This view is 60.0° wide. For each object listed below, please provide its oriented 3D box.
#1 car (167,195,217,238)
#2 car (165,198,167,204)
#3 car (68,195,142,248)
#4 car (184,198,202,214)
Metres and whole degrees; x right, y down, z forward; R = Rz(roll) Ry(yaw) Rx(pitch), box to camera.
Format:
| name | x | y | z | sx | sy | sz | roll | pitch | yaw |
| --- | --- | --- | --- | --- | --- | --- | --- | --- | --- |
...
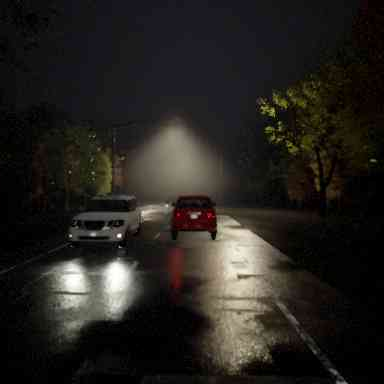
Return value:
| name | x | y | z | sx | sy | sz | roll | pitch | yaw |
| --- | --- | --- | --- | --- | --- | --- | --- | --- | --- |
| car | 0.102 | 1.170 | 17.367 | 2.150 | 2.045 | 5.566 | 0 | 0 | 0 |
| car | -3.542 | 1.335 | 57.893 | 1.837 | 1.490 | 4.892 | 0 | 1 | 0 |
| car | -3.598 | 1.178 | 14.897 | 2.150 | 2.045 | 5.566 | 0 | 0 | 0 |
| car | 0.105 | 1.424 | 35.012 | 1.812 | 1.442 | 4.674 | 0 | 0 | 0 |
